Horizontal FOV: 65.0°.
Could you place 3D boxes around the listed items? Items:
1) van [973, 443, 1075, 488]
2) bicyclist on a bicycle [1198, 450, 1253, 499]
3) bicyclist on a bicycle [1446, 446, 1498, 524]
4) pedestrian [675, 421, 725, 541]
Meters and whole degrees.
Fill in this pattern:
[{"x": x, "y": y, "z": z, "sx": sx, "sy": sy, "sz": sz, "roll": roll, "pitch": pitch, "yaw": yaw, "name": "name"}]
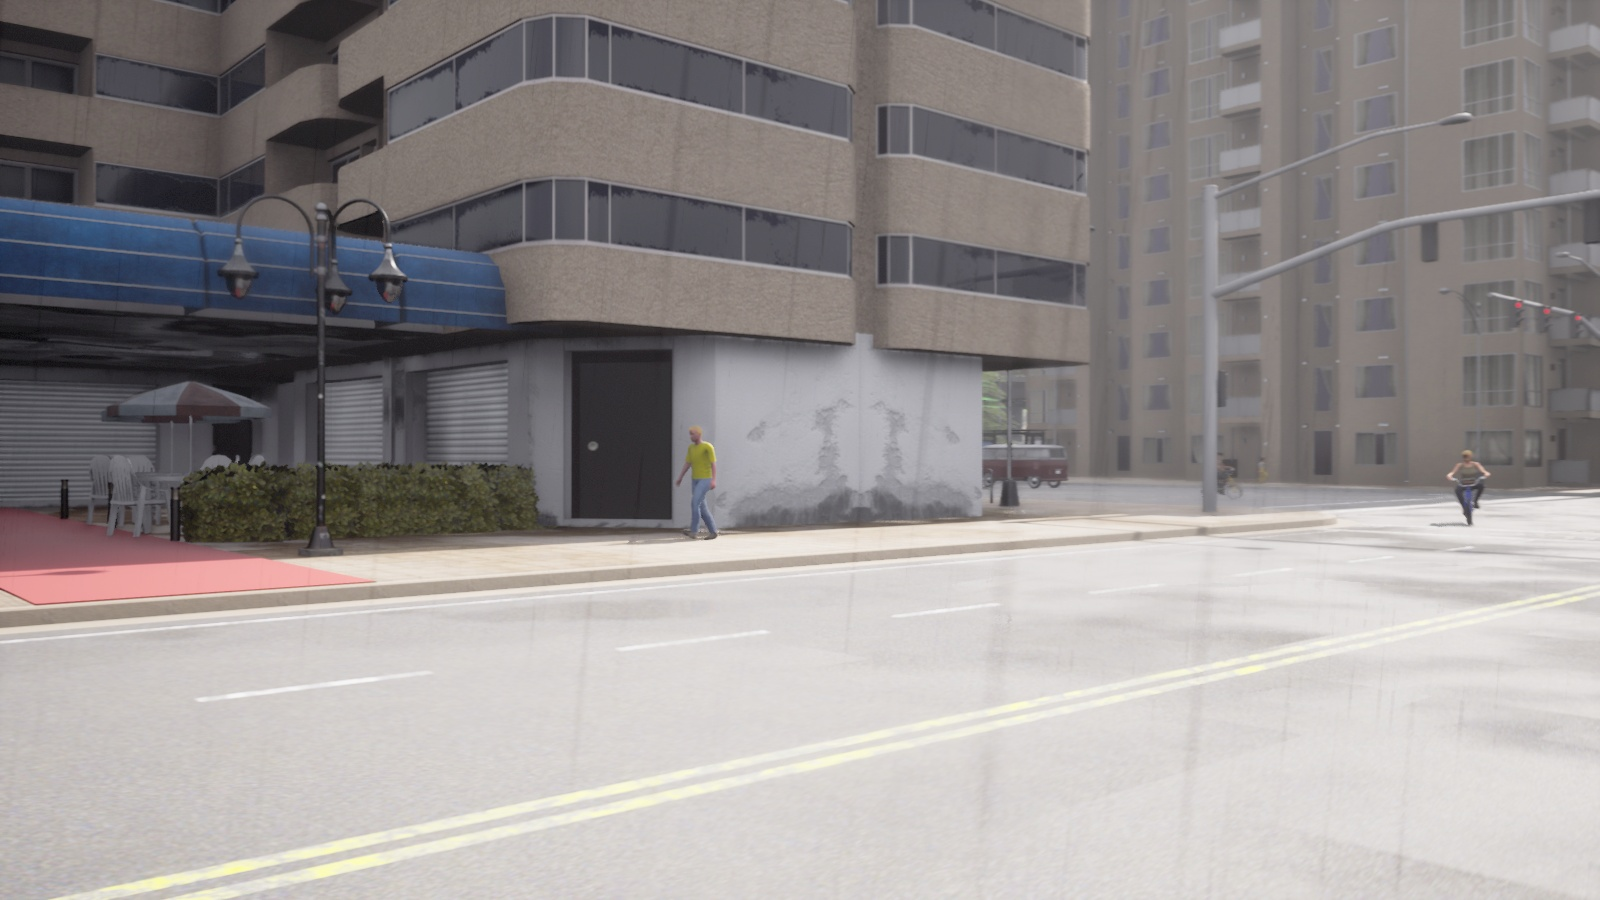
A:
[{"x": 10.165, "y": 0.680, "z": 57.259, "sx": 1.775, "sy": 1.987, "sz": 4.442, "roll": 0, "pitch": 0, "yaw": -42, "name": "van"}, {"x": 14.265, "y": 0.796, "z": 42.161, "sx": 0.866, "sy": 1.612, "sz": 1.509, "roll": 0, "pitch": 0, "yaw": -41, "name": "bicyclist on a bicycle"}, {"x": 14.459, "y": 0.739, "z": 27.009, "sx": 0.866, "sy": 1.612, "sz": 1.509, "roll": -3, "pitch": -1, "yaw": 30, "name": "bicyclist on a bicycle"}, {"x": -1.560, "y": 0.481, "z": 19.572, "sx": 0.706, "sy": 1.836, "sz": 0.354, "roll": 0, "pitch": 0, "yaw": -44, "name": "pedestrian"}]
